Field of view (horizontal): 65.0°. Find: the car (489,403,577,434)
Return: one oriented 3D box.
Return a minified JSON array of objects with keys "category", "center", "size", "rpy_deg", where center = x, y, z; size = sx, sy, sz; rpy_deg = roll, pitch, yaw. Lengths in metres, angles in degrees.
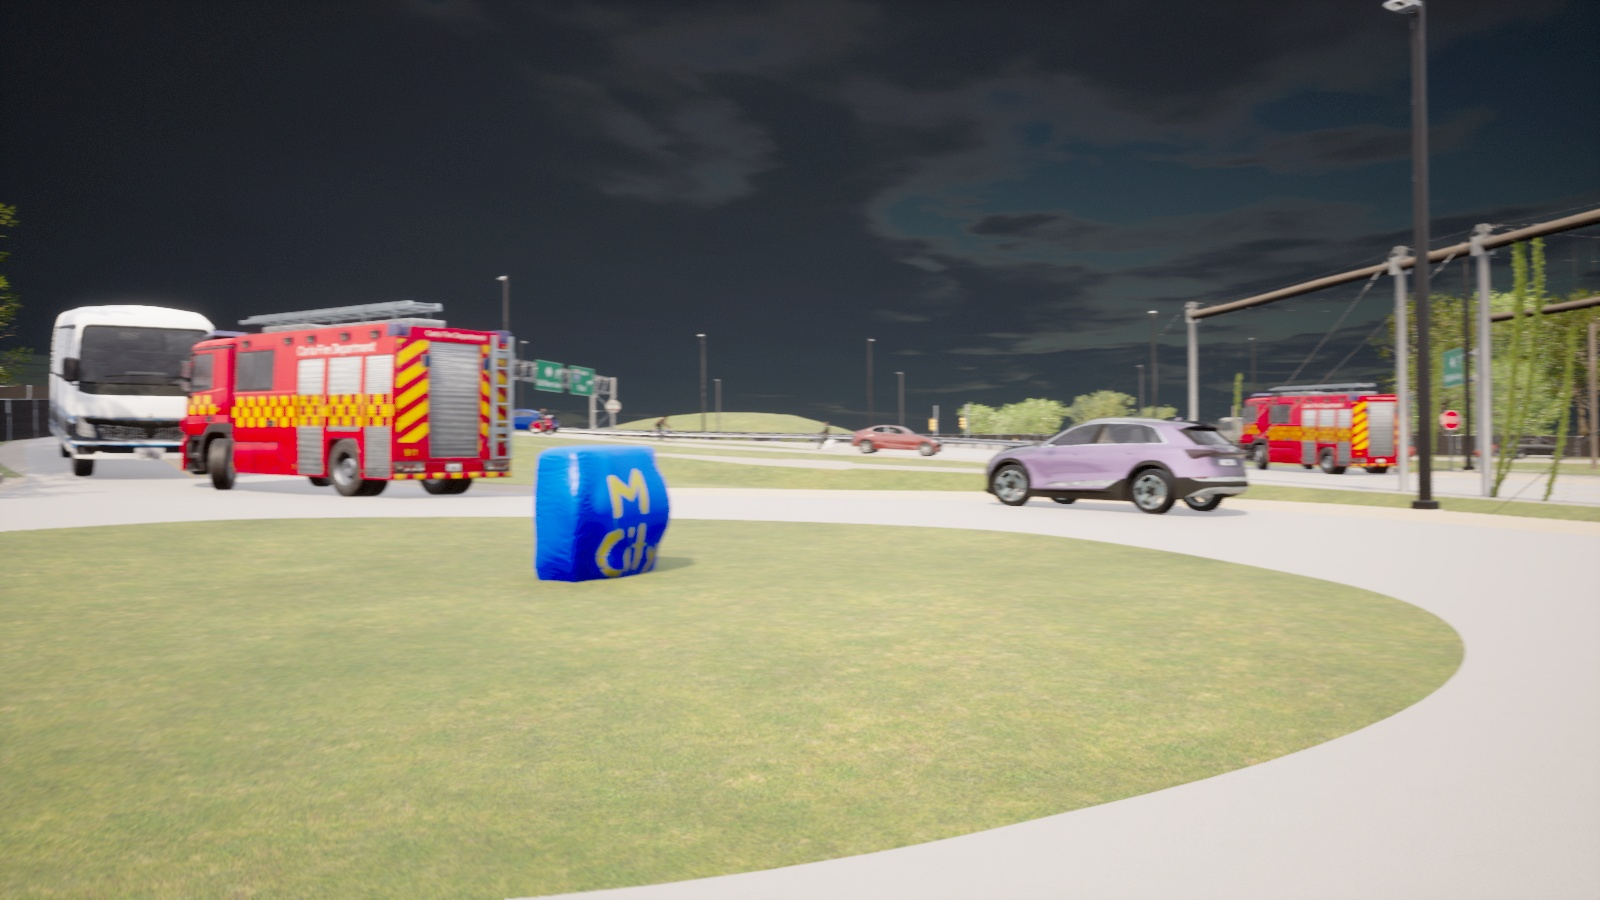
[{"category":"car","center":[-16.852,-1.985,79.209],"size":[5.008,1.535,1.882],"rpy_deg":[4,0,14]}]

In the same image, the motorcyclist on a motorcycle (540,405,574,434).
[{"category":"motorcyclist on a motorcycle","center":[-14.715,-1.843,76.100],"size":[1.817,1.590,0.866],"rpy_deg":[5,1,35]}]

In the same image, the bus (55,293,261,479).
[{"category":"bus","center":[-17.733,-1.855,34.143],"size":[3.944,4.253,10.273],"rpy_deg":[0,4,-33]}]

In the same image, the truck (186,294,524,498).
[{"category":"truck","center":[-9.915,-1.091,27.389],"size":[8.468,3.827,2.891],"rpy_deg":[1,1,39]}]

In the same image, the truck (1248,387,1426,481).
[{"category":"truck","center":[23.565,-0.755,55.741],"size":[2.891,3.827,8.468],"rpy_deg":[0,1,-12]}]

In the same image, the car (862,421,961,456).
[{"category":"car","center":[6.142,-0.633,68.985],"size":[5.027,1.651,2.152],"rpy_deg":[3,0,15]}]

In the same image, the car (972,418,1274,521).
[{"category":"car","center":[5.662,0.285,22.496],"size":[2.033,1.649,4.856],"rpy_deg":[1,0,-43]}]
